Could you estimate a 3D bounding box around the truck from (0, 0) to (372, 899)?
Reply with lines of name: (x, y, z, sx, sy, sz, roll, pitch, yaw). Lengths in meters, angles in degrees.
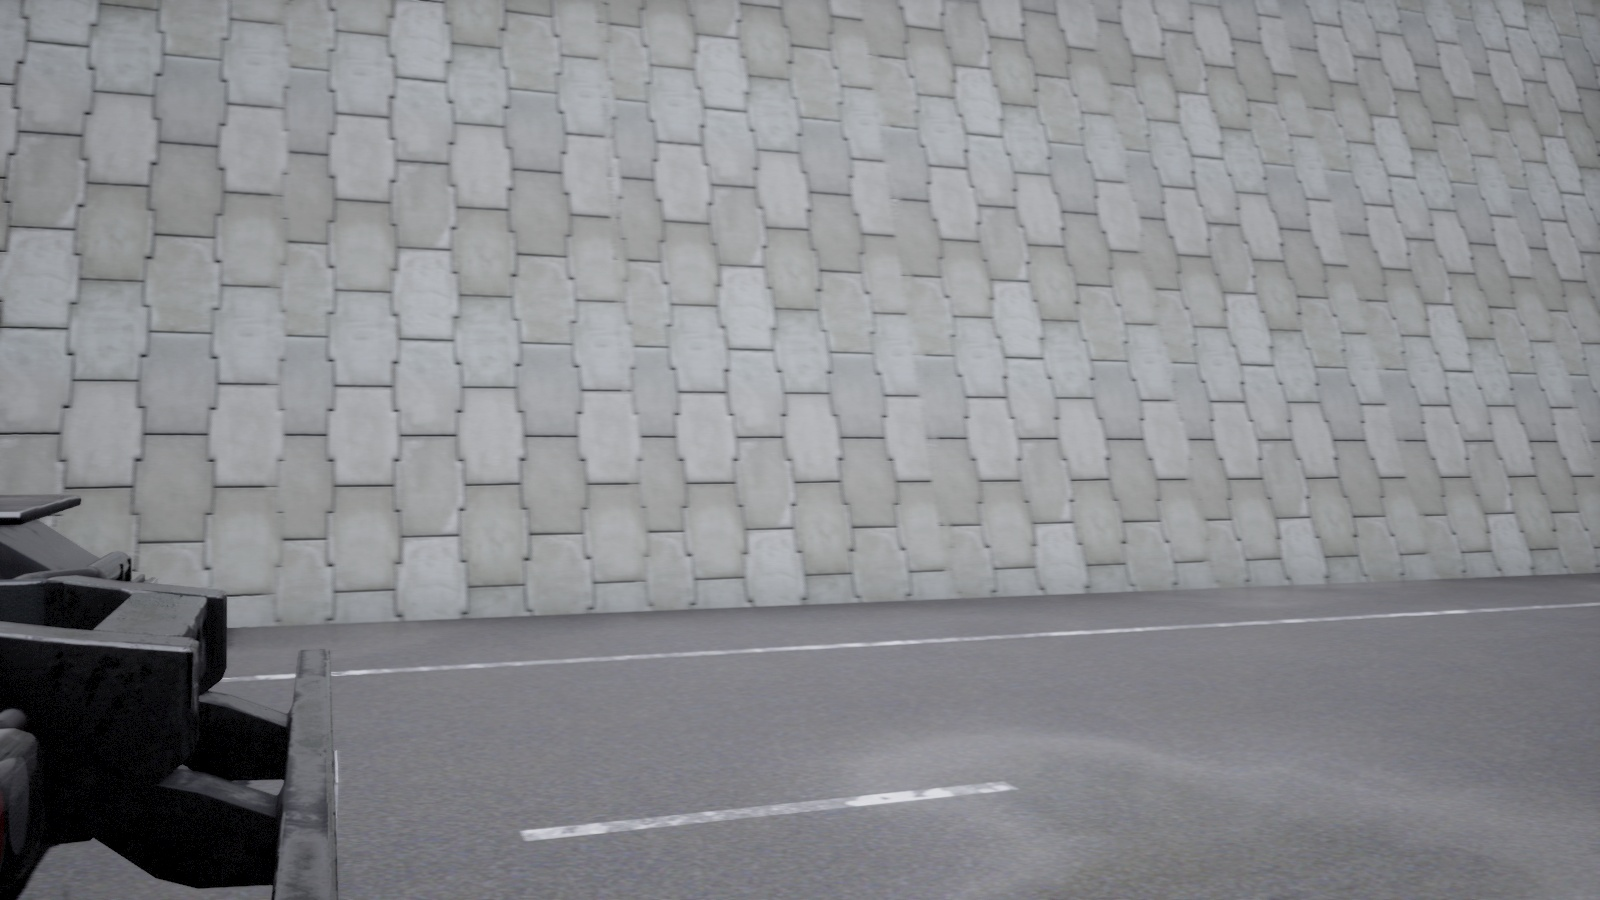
truck: (-4.741, -0.156, 1.428, 7.936, 3.462, 2.891, -1, 1, -21)
